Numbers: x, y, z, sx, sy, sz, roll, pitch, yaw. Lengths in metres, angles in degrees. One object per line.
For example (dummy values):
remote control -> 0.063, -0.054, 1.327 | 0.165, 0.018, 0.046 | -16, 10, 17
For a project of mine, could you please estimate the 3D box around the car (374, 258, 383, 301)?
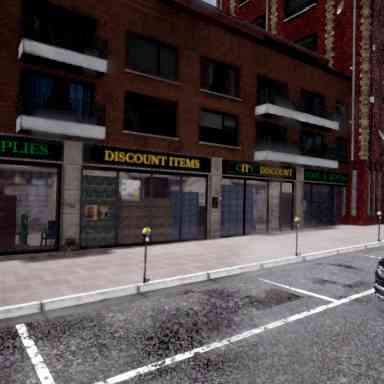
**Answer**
car -> 5.756, 1.499, 7.072 | 4.902, 1.511, 2.128 | 0, 0, -36
